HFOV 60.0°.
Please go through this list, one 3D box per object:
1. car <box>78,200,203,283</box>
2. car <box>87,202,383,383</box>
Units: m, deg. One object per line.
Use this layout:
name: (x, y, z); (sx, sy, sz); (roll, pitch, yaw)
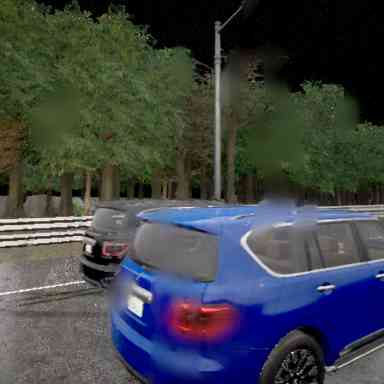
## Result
car: (0.168, 1.223, 8.083); (5.566, 2.045, 2.150); (0, 0, -35)
car: (1.632, 1.224, 4.838); (5.566, 2.045, 2.150); (0, 0, -35)
